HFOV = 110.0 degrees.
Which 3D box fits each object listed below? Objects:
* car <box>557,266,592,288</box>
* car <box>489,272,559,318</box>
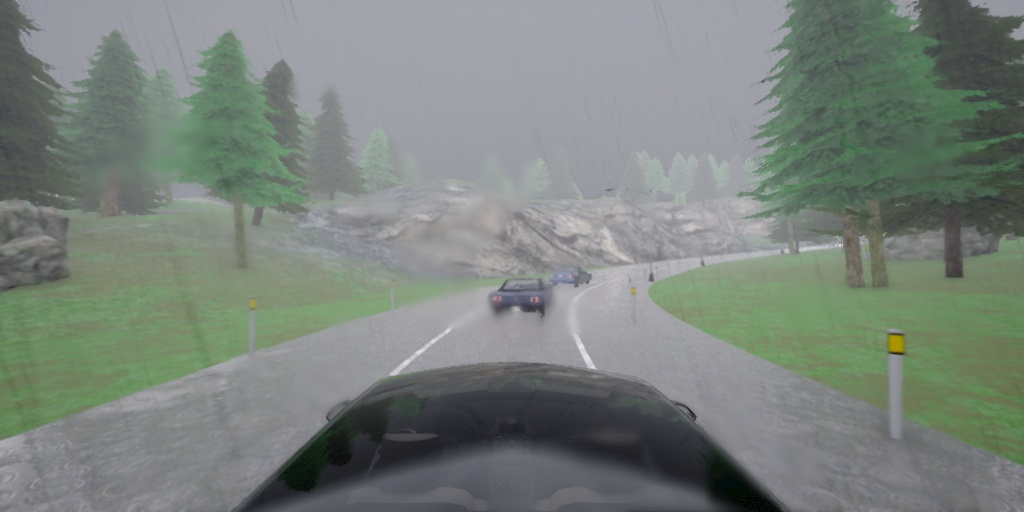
[{"bbox_3d":[4.359,1.437,25.988,2.033,1.411,5.357,0,0,25],"label":"car"},{"bbox_3d":[0.592,1.469,13.709,1.895,1.301,4.718,0,-1,11],"label":"car"}]
